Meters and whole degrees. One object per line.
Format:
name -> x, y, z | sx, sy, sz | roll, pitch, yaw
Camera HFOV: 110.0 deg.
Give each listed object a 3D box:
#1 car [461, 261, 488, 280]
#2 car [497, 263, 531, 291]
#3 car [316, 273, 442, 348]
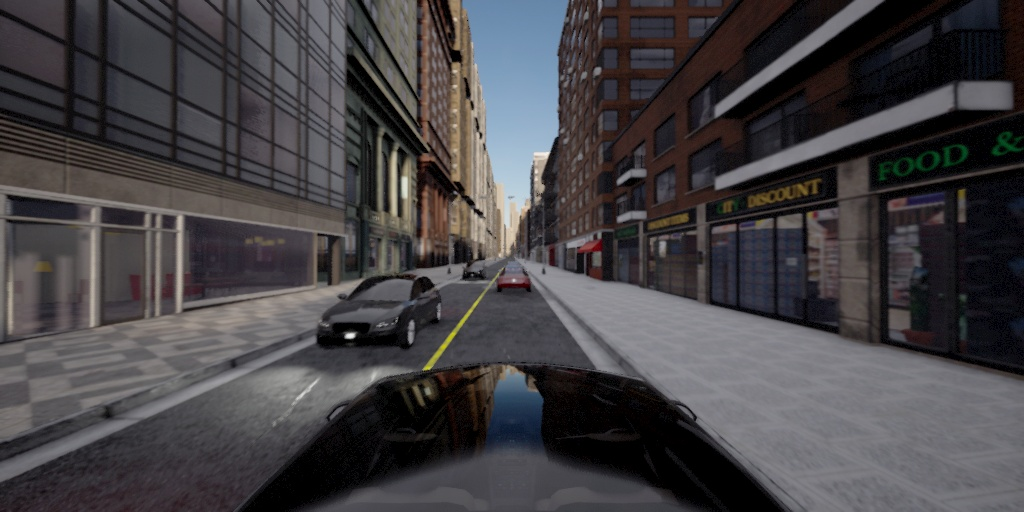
car -> -3.088, 1.228, 30.359 | 1.837, 1.490, 4.892 | 0, 0, 0
car -> 0.108, 1.294, 21.524 | 1.994, 1.385, 4.181 | 0, 0, 0
car -> -3.058, 1.246, 9.239 | 1.837, 1.490, 4.892 | 0, 0, 0
